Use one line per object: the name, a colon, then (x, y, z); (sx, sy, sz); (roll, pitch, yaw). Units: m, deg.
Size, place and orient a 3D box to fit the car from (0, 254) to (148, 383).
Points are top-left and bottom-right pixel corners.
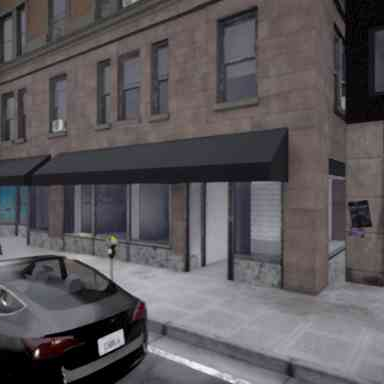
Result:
car: (-2.512, 1.562, 4.595); (4.313, 1.339, 1.947); (0, 0, 35)
